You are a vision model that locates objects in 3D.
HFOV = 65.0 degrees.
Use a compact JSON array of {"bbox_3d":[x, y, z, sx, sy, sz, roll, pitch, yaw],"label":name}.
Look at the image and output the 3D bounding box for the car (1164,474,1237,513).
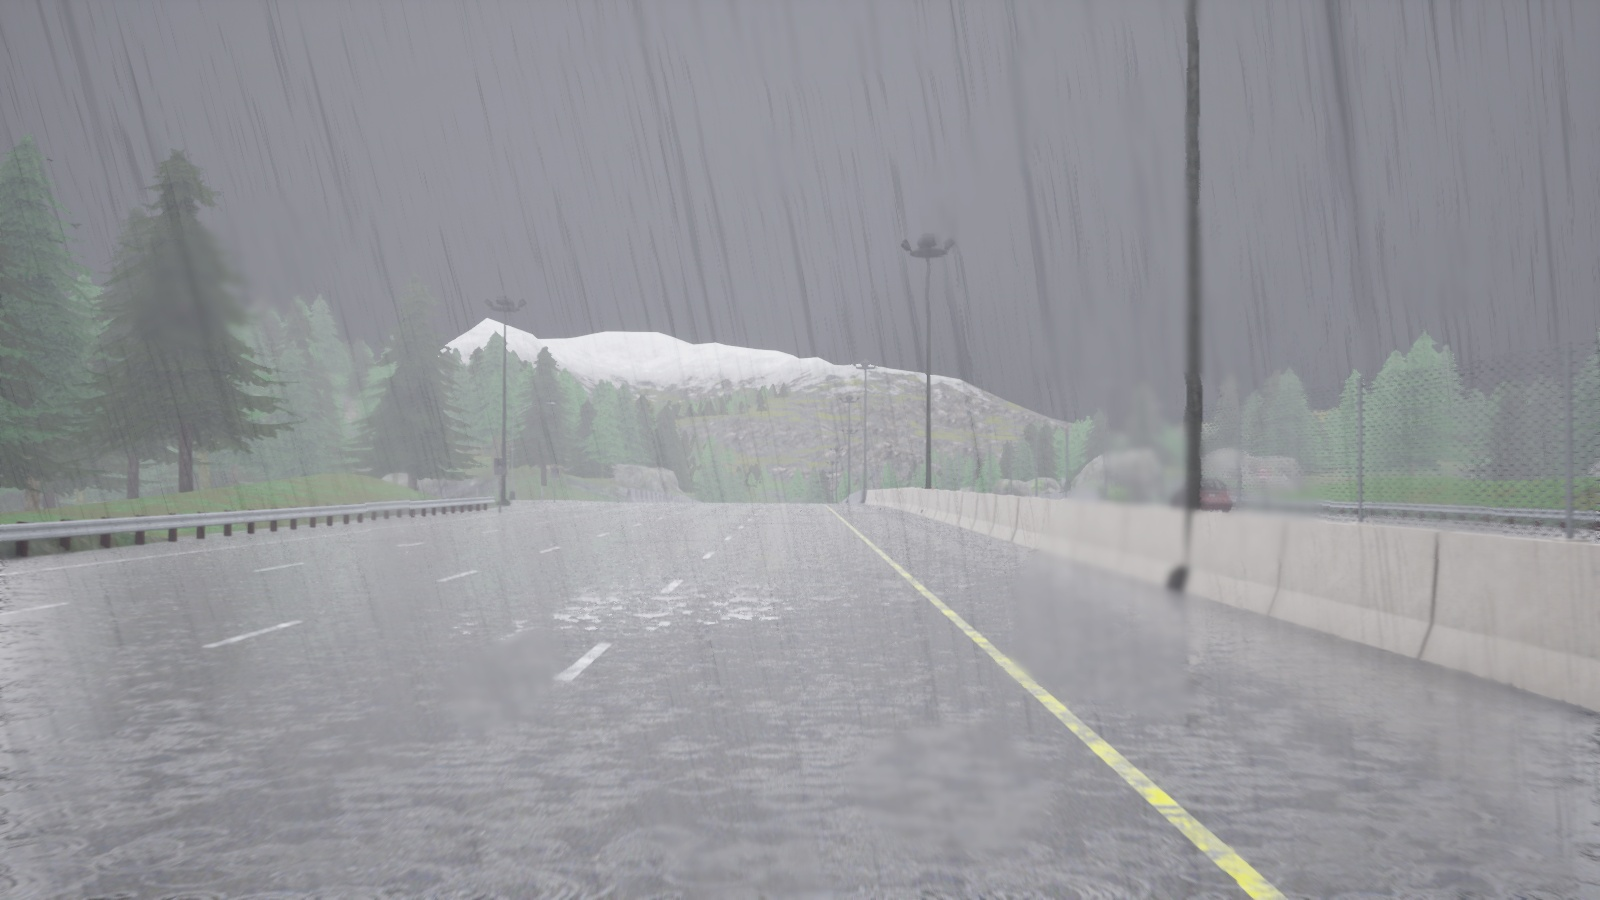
[{"bbox_3d":[17.368,1.880,54.645,1.851,1.617,3.988,0,-1,0],"label":"car"}]
